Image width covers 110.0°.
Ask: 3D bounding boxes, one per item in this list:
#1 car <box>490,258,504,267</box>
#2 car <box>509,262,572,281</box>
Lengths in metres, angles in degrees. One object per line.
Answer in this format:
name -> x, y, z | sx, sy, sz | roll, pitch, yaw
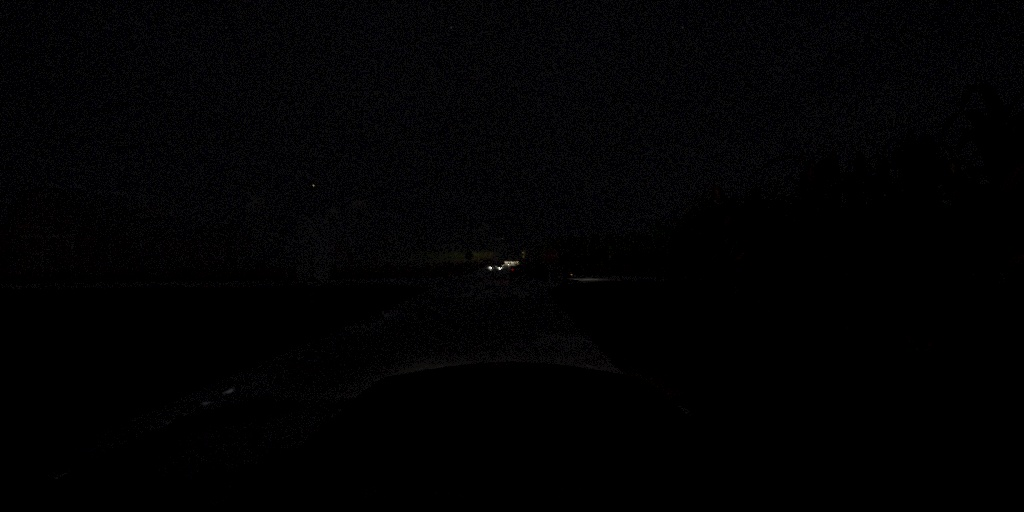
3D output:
car -> -2.796, 1.108, 63.072 | 1.882, 1.535, 5.008 | 0, 0, 1
car -> 2.220, 1.165, 27.862 | 4.892, 1.490, 1.837 | -1, 0, 0
